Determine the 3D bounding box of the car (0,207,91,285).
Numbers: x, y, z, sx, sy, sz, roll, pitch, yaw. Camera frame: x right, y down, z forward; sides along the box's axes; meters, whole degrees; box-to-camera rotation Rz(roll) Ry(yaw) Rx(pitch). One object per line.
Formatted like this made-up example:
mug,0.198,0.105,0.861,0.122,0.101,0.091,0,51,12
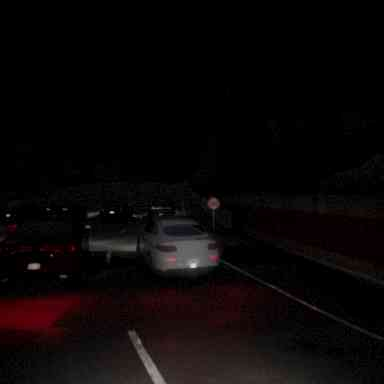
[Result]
car,-4.034,1.434,9.594,1.882,1.535,5.008,0,1,-14

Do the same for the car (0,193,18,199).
car,-27.782,0.886,51.645,1.837,1.490,4.892,0,2,-2

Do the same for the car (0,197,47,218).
car,-12.694,1.381,25.221,1.812,1.442,4.674,0,1,-2

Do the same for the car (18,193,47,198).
car,-24.277,0.915,51.504,2.033,1.411,5.357,0,2,-2

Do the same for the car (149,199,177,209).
car,-2.187,1.293,25.044,2.128,1.511,4.902,0,1,-2

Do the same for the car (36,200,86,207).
car,-9.169,1.339,24.506,2.128,1.511,4.902,0,1,-2

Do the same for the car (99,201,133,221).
car,-5.692,1.379,25.370,1.994,1.385,4.181,0,1,-2

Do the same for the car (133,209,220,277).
car,-0.564,1.462,10.051,1.812,1.442,4.674,0,1,-15
